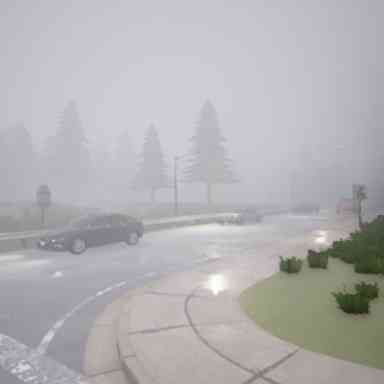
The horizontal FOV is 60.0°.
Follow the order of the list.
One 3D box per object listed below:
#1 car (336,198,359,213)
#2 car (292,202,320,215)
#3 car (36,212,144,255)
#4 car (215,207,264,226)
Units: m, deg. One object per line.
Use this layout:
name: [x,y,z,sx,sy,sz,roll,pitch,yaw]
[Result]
car: [18.915,1.579,40.061,2.097,1.767,4.553,-1,-1,36]
car: [13.163,1.862,38.373,1.895,1.301,4.718,-1,-1,36]
car: [-4.205,1.680,14.453,1.837,1.490,4.892,-1,0,36]
car: [3.691,1.816,25.354,1.895,1.301,4.718,-1,-1,36]
